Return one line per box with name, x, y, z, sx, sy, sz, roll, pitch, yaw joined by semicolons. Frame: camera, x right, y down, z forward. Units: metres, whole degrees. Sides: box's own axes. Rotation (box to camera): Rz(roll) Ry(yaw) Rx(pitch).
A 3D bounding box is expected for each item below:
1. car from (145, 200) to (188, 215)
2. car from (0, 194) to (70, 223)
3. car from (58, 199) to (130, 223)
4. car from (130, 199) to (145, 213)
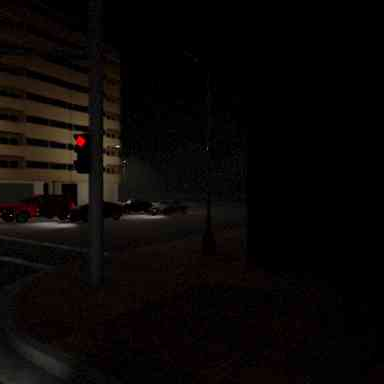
car;-2.225;1.521;33.558;1.812;1.442;4.674;0;0;35
car;-11.924;1.216;25.823;2.150;2.045;5.566;0;0;35
car;-7.519;1.500;26.017;1.837;1.490;4.892;0;0;35
car;-6.145;1.486;34.072;2.128;1.511;4.902;0;0;35
